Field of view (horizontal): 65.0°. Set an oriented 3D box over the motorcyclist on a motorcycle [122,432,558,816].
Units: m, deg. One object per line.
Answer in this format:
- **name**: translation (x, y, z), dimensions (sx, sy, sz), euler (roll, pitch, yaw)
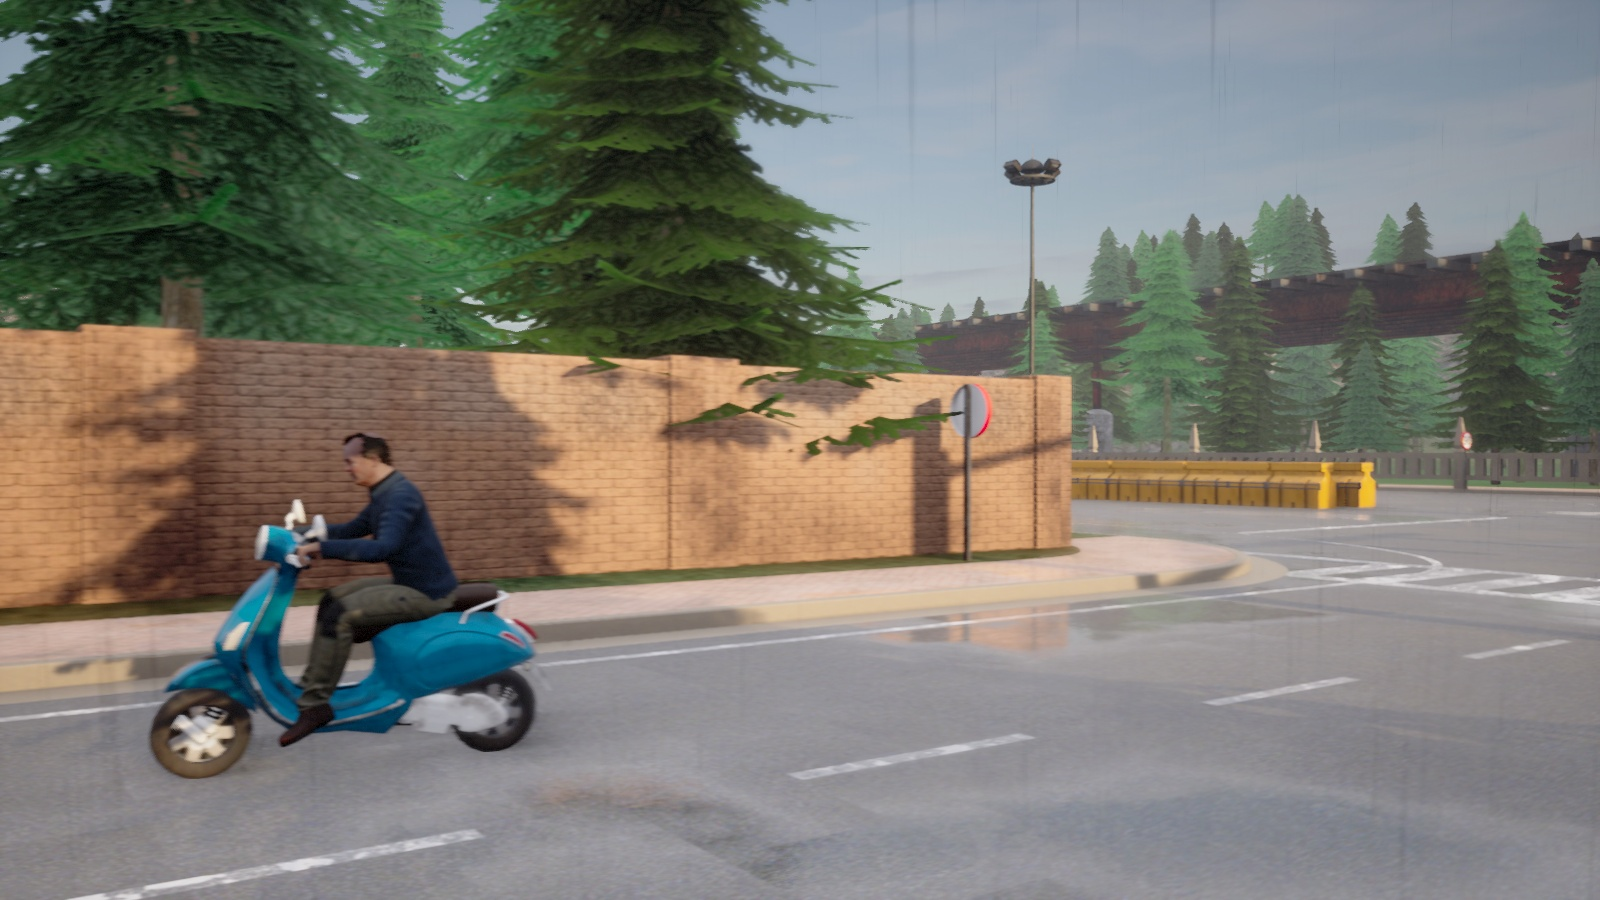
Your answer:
- **motorcyclist on a motorcycle**: translation (-2.151, 0.717, 5.968), dimensions (1.817, 1.590, 0.866), euler (0, 1, -24)
